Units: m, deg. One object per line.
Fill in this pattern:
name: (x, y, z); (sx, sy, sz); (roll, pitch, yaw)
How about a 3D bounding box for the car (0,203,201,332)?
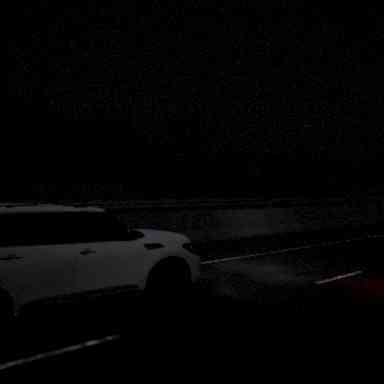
car: (-2.455, 1.225, 6.415); (5.566, 2.045, 2.150); (0, 0, -35)
